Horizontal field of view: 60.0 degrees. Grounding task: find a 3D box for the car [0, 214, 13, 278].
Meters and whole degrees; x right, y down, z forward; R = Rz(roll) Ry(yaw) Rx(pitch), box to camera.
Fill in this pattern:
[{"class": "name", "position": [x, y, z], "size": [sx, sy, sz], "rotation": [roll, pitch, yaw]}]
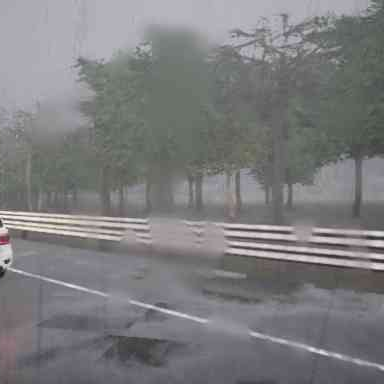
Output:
[{"class": "car", "position": [-7.101, 1.352, 9.242], "size": [5.566, 2.045, 2.150], "rotation": [-1, 0, 38]}]
